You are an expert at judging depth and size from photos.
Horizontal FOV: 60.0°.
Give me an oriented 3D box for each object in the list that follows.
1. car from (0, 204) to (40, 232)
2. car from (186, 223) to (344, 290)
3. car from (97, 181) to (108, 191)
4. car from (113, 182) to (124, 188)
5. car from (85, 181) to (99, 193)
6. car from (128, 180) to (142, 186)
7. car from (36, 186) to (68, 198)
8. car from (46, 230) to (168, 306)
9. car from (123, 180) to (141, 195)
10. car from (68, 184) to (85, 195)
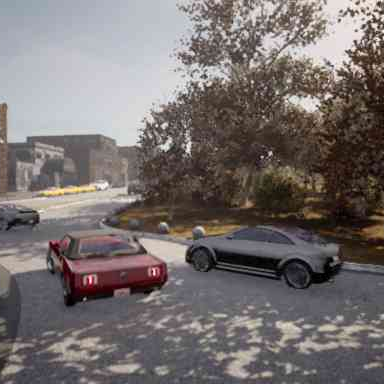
[{"bbox_3d":[-11.288,1.448,19.678,4.902,1.511,2.128,0,0,23],"label":"car"},{"bbox_3d":[1.862,1.545,9.153,4.181,1.385,1.994,0,0,38],"label":"car"},{"bbox_3d":[-19.207,-1.305,68.602,2.435,2.045,5.566,0,4,10],"label":"car"},{"bbox_3d":[-17.311,-1.707,79.481,2.163,1.488,4.792,0,4,10],"label":"car"},{"bbox_3d":[-20.206,-0.698,62.907,1.946,1.575,5.366,0,4,10],"label":"car"},{"bbox_3d":[-15.402,-2.420,90.380,2.231,1.521,4.892,0,4,10],"label":"car"},{"bbox_3d":[-22.114,-0.013,52.046,1.946,1.575,5.366,0,4,10],"label":"car"},{"bbox_3d":[-2.351,1.583,8.158,1.895,1.301,4.718,0,0,-28],"label":"car"},{"bbox_3d":[-9.301,-0.635,56.869,2.150,2.045,5.566,0,4,10],"label":"car"},{"bbox_3d":[-21.155,-0.357,57.475,1.946,1.575,5.366,0,4,10],"label":"car"}]
